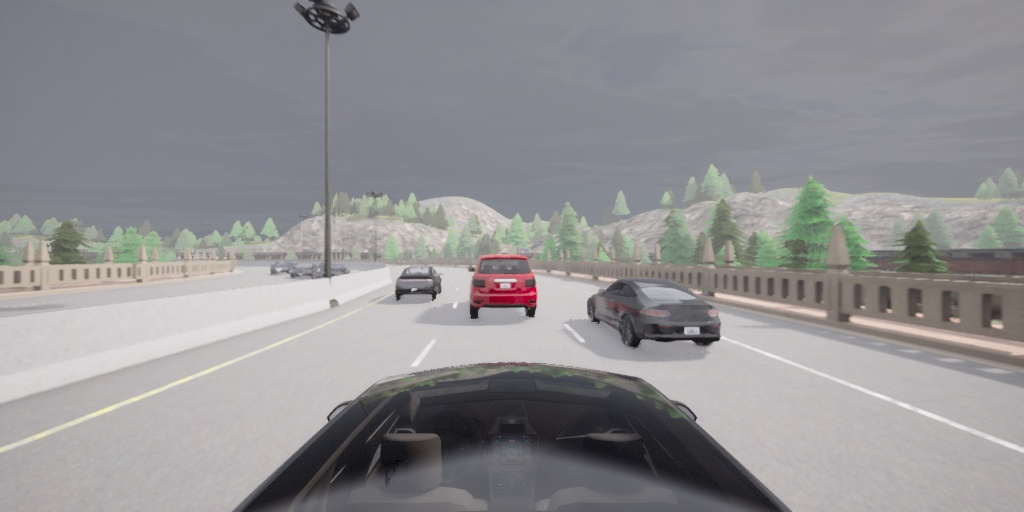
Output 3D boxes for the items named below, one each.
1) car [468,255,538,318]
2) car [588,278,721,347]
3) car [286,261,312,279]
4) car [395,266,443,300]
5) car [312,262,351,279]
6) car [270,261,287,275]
[{"bbox_3d":[-0.442,0.978,13.296,2.150,2.045,5.566,0,0,-5],"label":"car"},{"bbox_3d":[3.338,1.278,9.204,1.812,1.442,4.674,0,0,-3],"label":"car"},{"bbox_3d":[-19.368,1.350,33.707,1.812,1.442,4.674,0,0,-20],"label":"car"},{"bbox_3d":[-4.513,1.256,17.722,2.128,1.511,4.902,0,0,-8],"label":"car"},{"bbox_3d":[-14.070,1.362,28.466,1.994,1.385,4.181,0,0,-16],"label":"car"},{"bbox_3d":[-26.110,1.364,40.808,2.128,1.511,4.902,0,0,-26],"label":"car"}]
